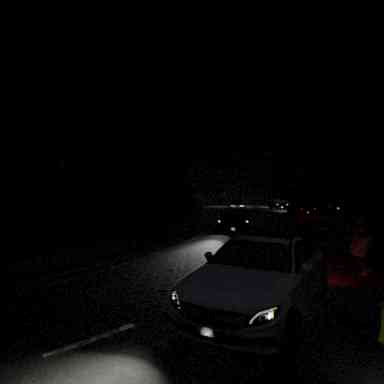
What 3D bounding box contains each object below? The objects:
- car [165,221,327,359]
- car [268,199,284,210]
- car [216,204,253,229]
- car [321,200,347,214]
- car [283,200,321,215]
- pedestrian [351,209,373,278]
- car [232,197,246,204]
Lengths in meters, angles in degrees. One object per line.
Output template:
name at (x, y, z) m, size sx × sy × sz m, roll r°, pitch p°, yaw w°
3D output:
car at (1.360, 1.526, 6.292) m, size 1.812 × 1.442 × 4.674 m, roll 0°, pitch 0°, yaw 30°
car at (11.223, 1.601, 43.381) m, size 1.895 × 1.301 × 4.718 m, roll 0°, pitch 0°, yaw 2°
car at (2.547, 1.601, 19.315) m, size 1.895 × 1.301 × 4.718 m, roll 0°, pitch 0°, yaw 11°
car at (14.455, 1.564, 34.729) m, size 1.994 × 1.385 × 4.181 m, roll 0°, pitch 0°, yaw 2°
car at (10.935, 1.601, 33.359) m, size 1.895 × 1.301 × 4.718 m, roll 0°, pitch 0°, yaw 2°
pedestrian at (4.475, 1.294, 8.778) m, size 0.375 × 1.860 × 0.375 m, roll 0°, pitch 0°, yaw 24°
car at (7.927, 1.564, 56.809) m, size 1.994 × 1.385 × 4.181 m, roll 0°, pitch 0°, yaw 2°
